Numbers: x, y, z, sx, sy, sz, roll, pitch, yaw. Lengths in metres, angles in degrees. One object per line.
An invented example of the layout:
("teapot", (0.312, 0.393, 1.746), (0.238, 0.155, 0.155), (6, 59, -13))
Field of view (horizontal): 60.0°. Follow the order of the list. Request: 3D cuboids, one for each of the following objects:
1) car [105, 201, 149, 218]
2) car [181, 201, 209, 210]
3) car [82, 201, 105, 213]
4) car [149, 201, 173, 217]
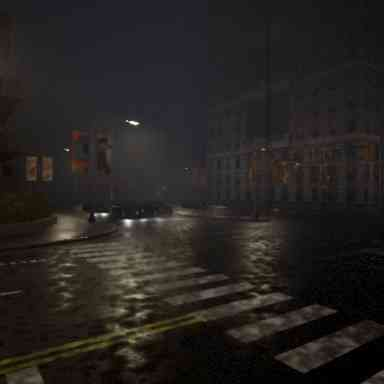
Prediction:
("car", (-6.294, 1.658, 31.856), (1.837, 1.490, 4.892), (1, 0, -35))
("car", (0.358, 1.931, 48.779), (1.895, 1.301, 4.718), (1, 0, -35))
("car", (-11.585, 1.717, 39.432), (1.994, 1.385, 4.181), (1, 0, -35))
("car", (-3.776, 1.671, 34.364), (1.882, 1.535, 5.008), (1, 0, -35))
